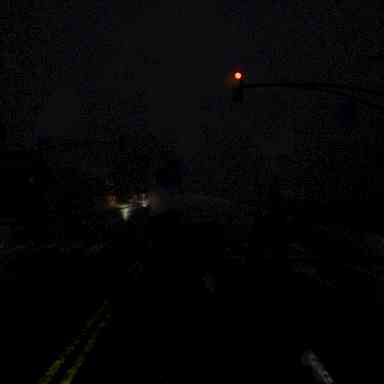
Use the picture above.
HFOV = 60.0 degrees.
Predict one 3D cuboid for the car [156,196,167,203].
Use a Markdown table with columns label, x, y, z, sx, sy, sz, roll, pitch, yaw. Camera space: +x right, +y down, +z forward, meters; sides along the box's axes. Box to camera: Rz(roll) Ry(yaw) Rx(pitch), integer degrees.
| label | x | y | z | sx | sy | sz | roll | pitch | yaw |
| --- | --- | --- | --- | --- | --- | --- | --- | --- | --- |
| car | -6.456 | 1.499 | 70.958 | 2.033 | 1.411 | 5.357 | 0 | 0 | 0 |
